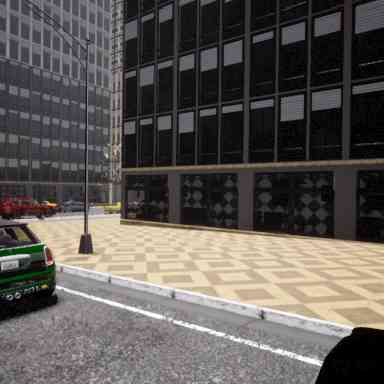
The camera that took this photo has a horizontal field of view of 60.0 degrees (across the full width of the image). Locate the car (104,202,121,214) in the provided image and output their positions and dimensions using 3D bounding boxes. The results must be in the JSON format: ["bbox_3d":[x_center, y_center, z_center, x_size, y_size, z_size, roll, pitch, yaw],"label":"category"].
[{"bbox_3d":[-8.149,1.830,39.372,1.752,1.417,4.829,1,0,37],"label":"car"}]

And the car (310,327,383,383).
[{"bbox_3d":[2.966,1.601,1.565,4.718,1.301,1.895,0,0,36],"label":"car"}]

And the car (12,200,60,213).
[{"bbox_3d":[-18.444,1.642,39.553,1.752,1.417,4.829,1,0,37],"label":"car"}]

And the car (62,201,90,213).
[{"bbox_3d":[-14.564,1.749,40.423,1.994,1.385,4.181,1,0,37],"label":"car"}]

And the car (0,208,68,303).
[{"bbox_3d":[-5.033,1.348,7.283,4.553,1.767,2.097,0,0,36],"label":"car"}]

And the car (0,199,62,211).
[{"bbox_3d":[-14.962,1.519,30.172,2.192,1.841,5.009,1,0,37],"label":"car"}]
